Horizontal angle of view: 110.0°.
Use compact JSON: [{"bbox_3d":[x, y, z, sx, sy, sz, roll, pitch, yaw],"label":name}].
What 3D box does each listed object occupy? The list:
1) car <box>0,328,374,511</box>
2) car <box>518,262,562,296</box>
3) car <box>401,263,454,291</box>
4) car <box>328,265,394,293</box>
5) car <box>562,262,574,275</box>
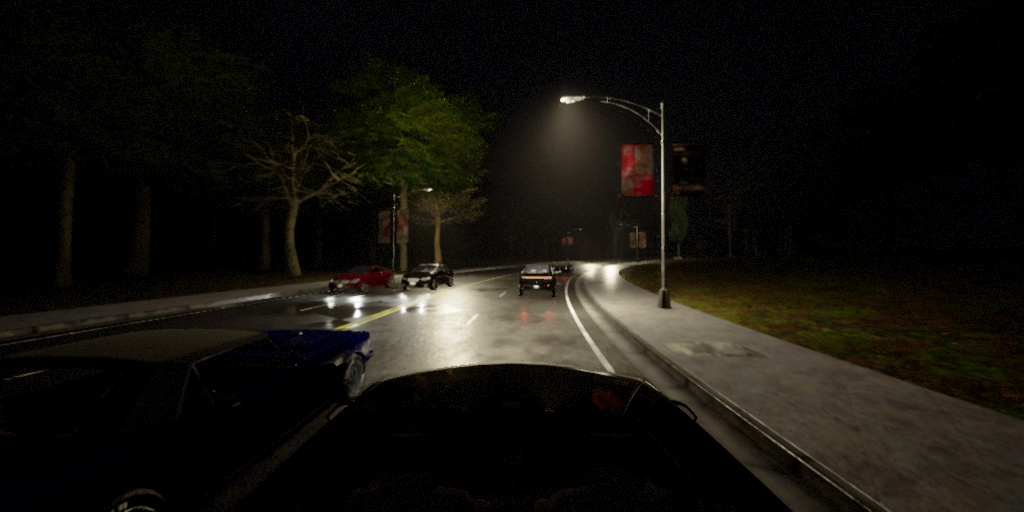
[{"bbox_3d":[-3.058,1.339,3.353,1.895,1.301,4.718,0,0,1],"label":"car"},{"bbox_3d":[1.436,1.213,19.023,2.128,1.511,4.902,0,0,7],"label":"car"},{"bbox_3d":[-4.964,1.209,21.635,2.128,1.511,4.902,0,0,9],"label":"car"},{"bbox_3d":[-8.404,1.242,20.501,1.812,1.442,4.674,0,0,8],"label":"car"},{"bbox_3d":[5.424,1.260,38.122,1.895,1.301,4.718,0,0,16],"label":"car"}]
